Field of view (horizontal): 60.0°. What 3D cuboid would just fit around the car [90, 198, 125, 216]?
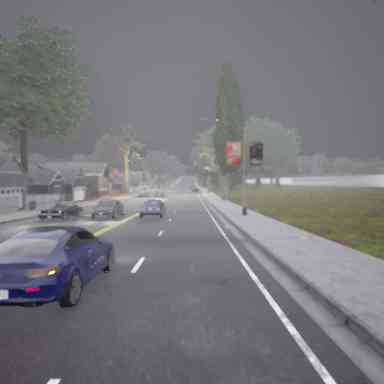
[{"bbox_3d":[-6.608,1.303,26.437,1.837,1.490,4.892,0,1,0],"label":"car"}]

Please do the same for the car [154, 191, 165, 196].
[{"bbox_3d":[-6.532,0.501,67.458,2.128,1.511,4.902,0,2,0],"label":"car"}]

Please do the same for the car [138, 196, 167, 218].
[{"bbox_3d":[-3.162,1.329,27.612,2.033,1.411,5.357,0,1,0],"label":"car"}]

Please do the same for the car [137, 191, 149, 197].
[{"bbox_3d":[-9.779,0.525,67.446,2.033,1.411,5.357,0,1,0],"label":"car"}]

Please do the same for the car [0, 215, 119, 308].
[{"bbox_3d":[-3.154,1.501,7.739,1.812,1.442,4.674,0,0,0],"label":"car"}]

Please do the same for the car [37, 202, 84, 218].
[{"bbox_3d":[-9.859,1.415,25.203,1.895,1.301,4.718,0,1,0],"label":"car"}]
